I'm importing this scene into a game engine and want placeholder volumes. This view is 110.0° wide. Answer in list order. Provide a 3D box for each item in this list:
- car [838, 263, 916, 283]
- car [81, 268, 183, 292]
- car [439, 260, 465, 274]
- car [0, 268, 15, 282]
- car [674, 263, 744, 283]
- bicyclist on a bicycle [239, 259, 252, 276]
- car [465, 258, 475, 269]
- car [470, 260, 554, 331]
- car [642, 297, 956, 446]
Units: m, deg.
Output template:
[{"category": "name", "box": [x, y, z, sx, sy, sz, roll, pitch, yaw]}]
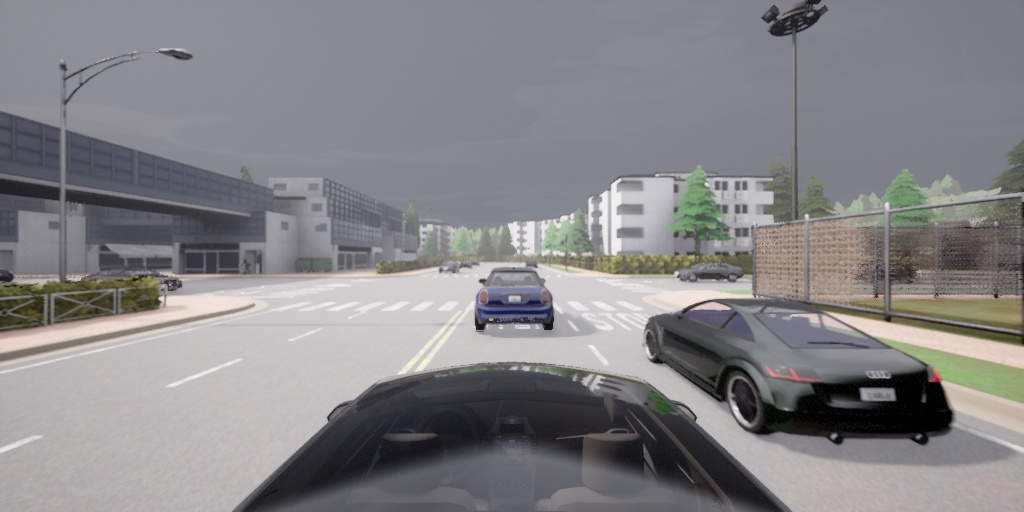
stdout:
[{"category": "car", "box": [27.895, 1.256, 27.504, 4.892, 1.490, 1.837, 0, 0, 0]}, {"category": "car", "box": [-20.397, 1.326, 19.286, 4.181, 1.385, 1.994, 0, 0, 0]}, {"category": "car", "box": [-7.319, 1.269, 42.185, 2.128, 1.511, 4.902, 0, 0, 1]}, {"category": "car", "box": [-39.692, 1.329, 26.328, 4.181, 1.385, 1.994, 0, 0, 0]}, {"category": "car", "box": [14.963, 1.242, 27.428, 4.902, 1.511, 2.128, 0, 0, 0]}, {"category": "bicyclist on a bicycle", "box": [-25.430, 1.075, 34.229, 0.582, 1.620, 1.656, 0, 0, 0]}, {"category": "car", "box": [-7.397, 1.388, 56.431, 1.895, 1.301, 4.718, 0, 0, 0]}, {"category": "car", "box": [0.010, 1.108, 11.182, 2.097, 1.767, 4.553, 0, 0, -2]}, {"category": "car", "box": [3.572, 1.317, 5.500, 1.994, 1.385, 4.181, 0, 0, 0]}]
